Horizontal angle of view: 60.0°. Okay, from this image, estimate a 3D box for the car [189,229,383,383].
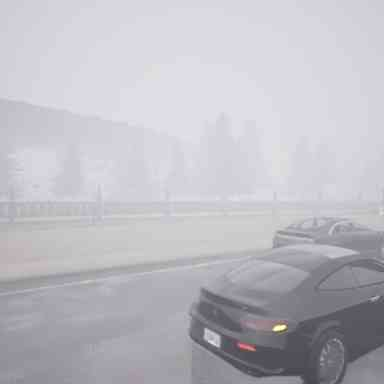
[{"bbox_3d":[2.133,1.575,5.242,4.674,1.442,1.812,1,0,-35],"label":"car"}]

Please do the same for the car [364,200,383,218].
[{"bbox_3d":[20.453,1.738,34.427,4.553,1.767,2.097,1,0,-19],"label":"car"}]

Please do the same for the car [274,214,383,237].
[{"bbox_3d":[4.898,1.602,11.260,4.902,1.511,2.128,1,0,-33],"label":"car"}]
